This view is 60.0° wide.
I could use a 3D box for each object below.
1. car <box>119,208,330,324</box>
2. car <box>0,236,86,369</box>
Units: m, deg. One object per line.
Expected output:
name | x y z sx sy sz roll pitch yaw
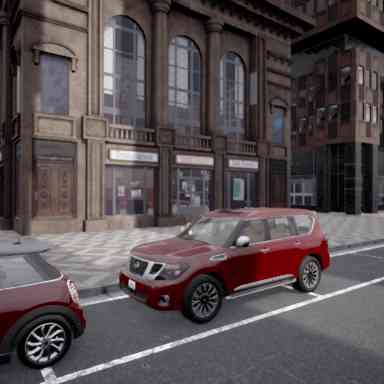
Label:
car | 0.985 1.315 7.341 5.009 1.841 2.192 0 0 -35
car | -3.579 1.440 4.093 4.097 1.590 1.967 0 0 -35
